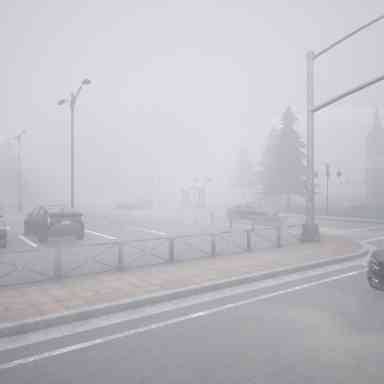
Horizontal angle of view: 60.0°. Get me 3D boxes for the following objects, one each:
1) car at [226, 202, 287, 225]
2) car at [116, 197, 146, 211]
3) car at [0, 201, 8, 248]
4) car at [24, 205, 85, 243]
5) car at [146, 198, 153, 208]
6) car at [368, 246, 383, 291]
[{"bbox_3d":[4.600,1.491,24.159,2.128,1.511,4.902,0,0,-36],"label":"car"},{"bbox_3d":[-7.901,1.525,41.151,1.812,1.442,4.674,0,0,-36],"label":"car"},{"bbox_3d":[-8.898,1.331,13.418,2.152,1.636,5.027,0,0,-36],"label":"car"},{"bbox_3d":[-6.387,1.340,15.298,2.007,1.523,4.514,0,0,-36],"label":"car"},{"bbox_3d":[-7.157,1.504,46.314,1.837,1.490,4.892,0,0,-36],"label":"car"},{"bbox_3d":[6.136,1.478,7.892,5.008,1.535,1.882,0,1,-35],"label":"car"}]
